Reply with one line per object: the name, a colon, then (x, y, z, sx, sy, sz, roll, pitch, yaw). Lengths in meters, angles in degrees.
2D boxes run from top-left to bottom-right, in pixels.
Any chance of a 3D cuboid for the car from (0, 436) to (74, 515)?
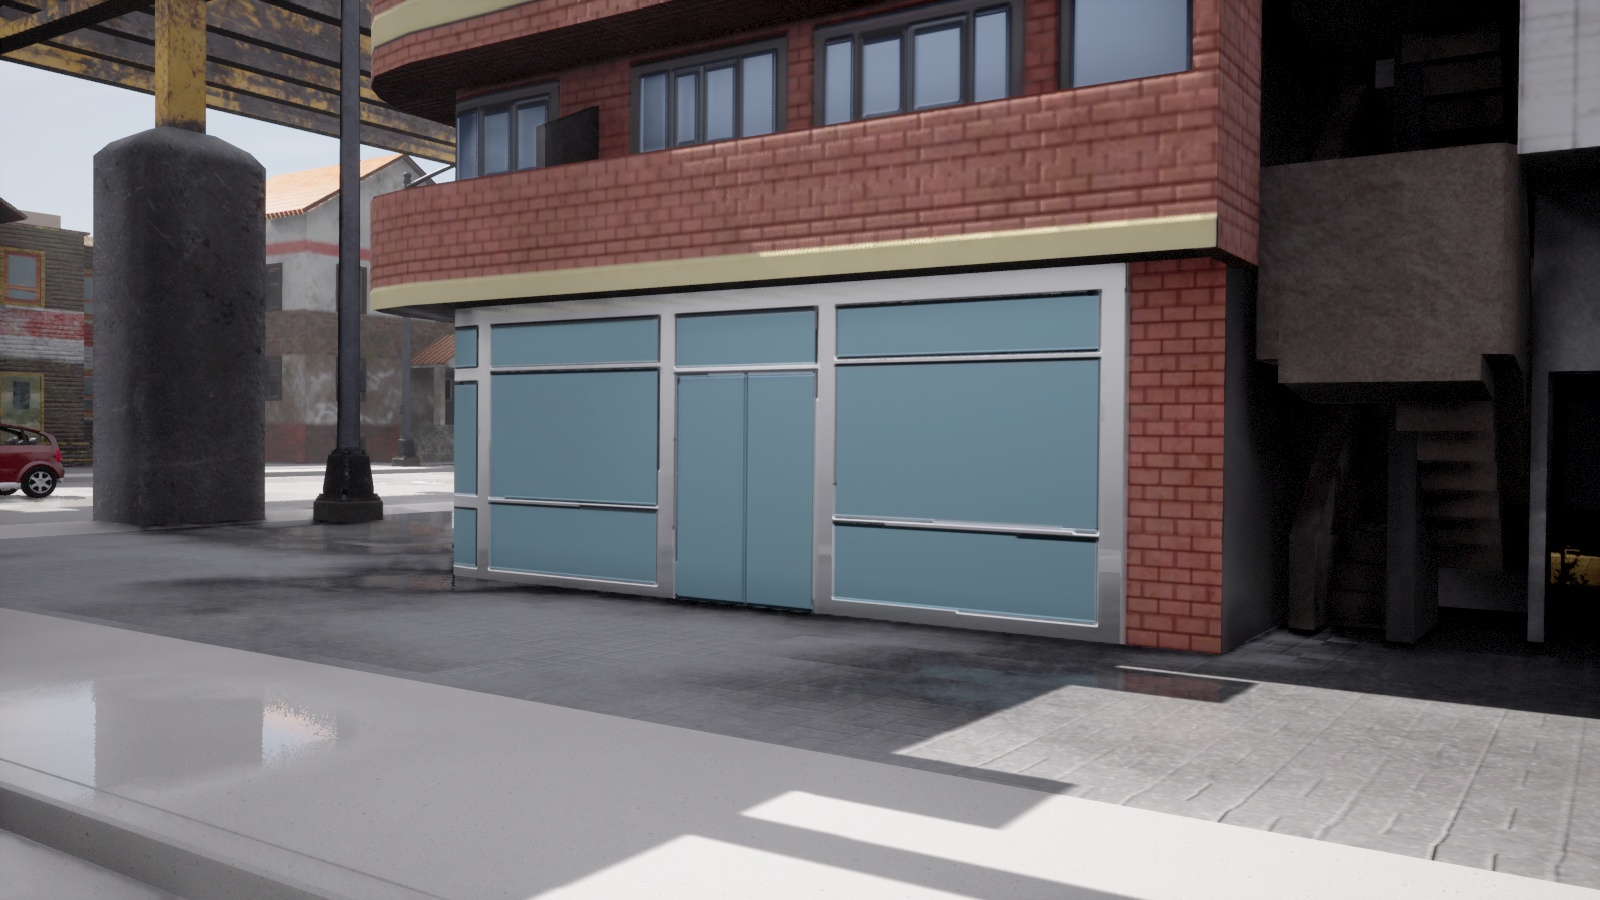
car: (-16.831, 0.521, 24.977, 1.789, 1.549, 3.705, 0, 1, 33)
